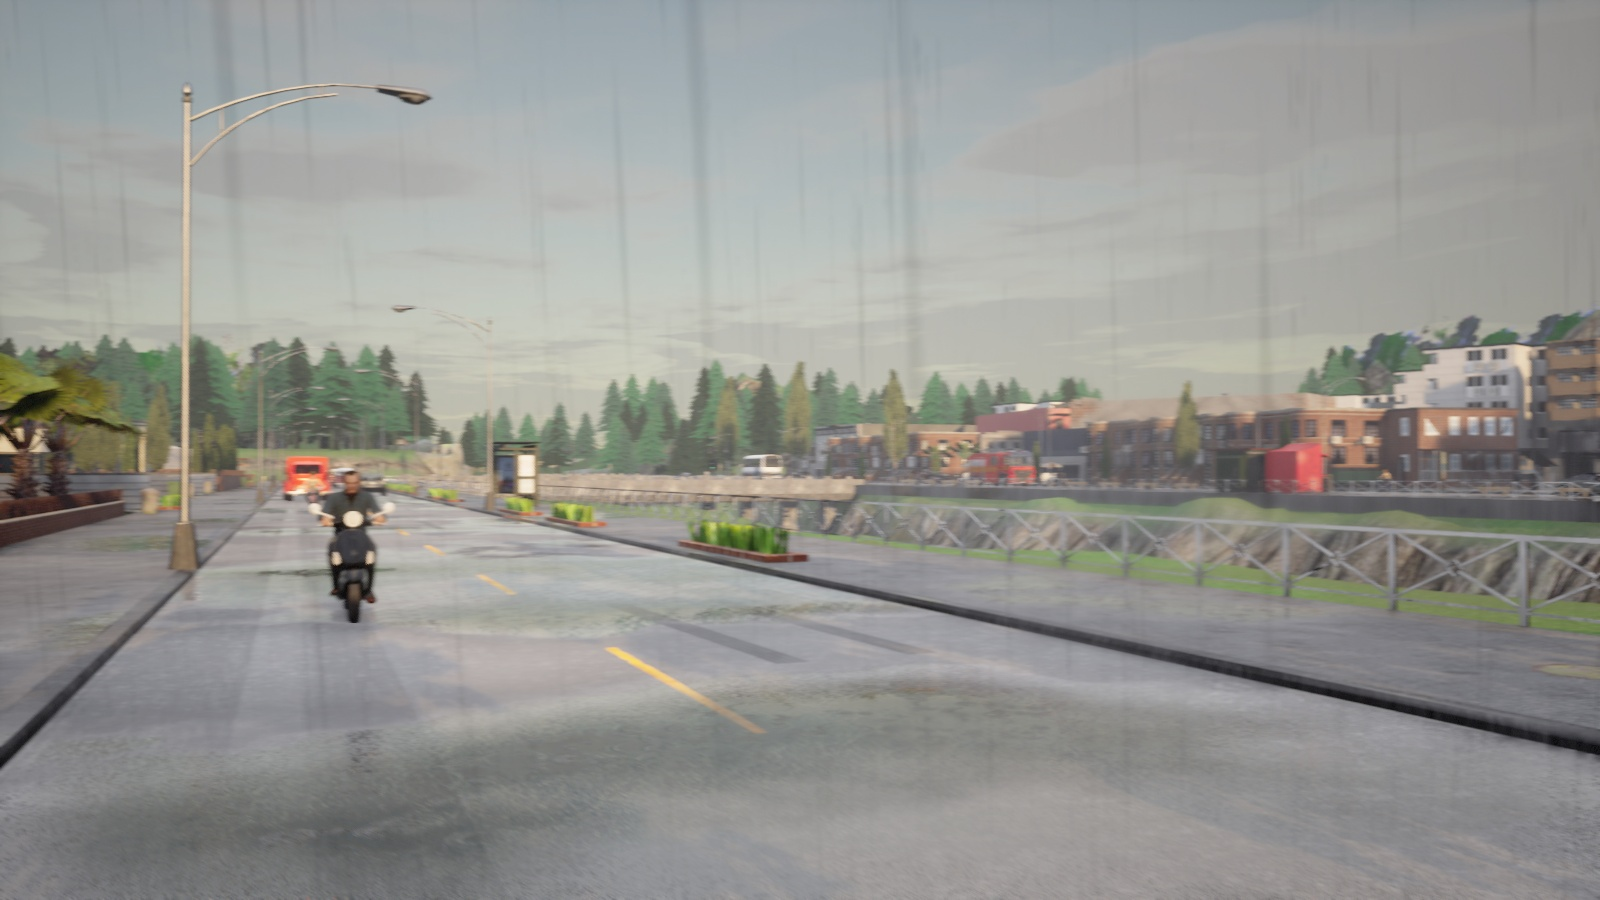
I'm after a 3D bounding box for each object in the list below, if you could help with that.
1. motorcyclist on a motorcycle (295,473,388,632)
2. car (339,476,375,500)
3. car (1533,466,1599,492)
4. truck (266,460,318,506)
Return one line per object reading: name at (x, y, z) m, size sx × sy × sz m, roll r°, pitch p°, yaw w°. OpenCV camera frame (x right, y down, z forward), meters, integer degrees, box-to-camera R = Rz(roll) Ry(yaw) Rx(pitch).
motorcyclist on a motorcycle at (-5.006, 1.056, 13.642) m, size 0.866 × 1.590 × 1.817 m, roll 0°, pitch -1°, yaw -22°
car at (-29.040, 2.480, 82.197) m, size 2.007 × 1.525 × 4.514 m, roll 0°, pitch -1°, yaw -22°
car at (43.096, 1.613, 69.261) m, size 1.994 × 1.385 × 4.181 m, roll 0°, pitch -1°, yaw -22°
truck at (-28.522, 1.839, 70.478) m, size 2.627 × 2.467 × 5.204 m, roll 0°, pitch -1°, yaw -22°
